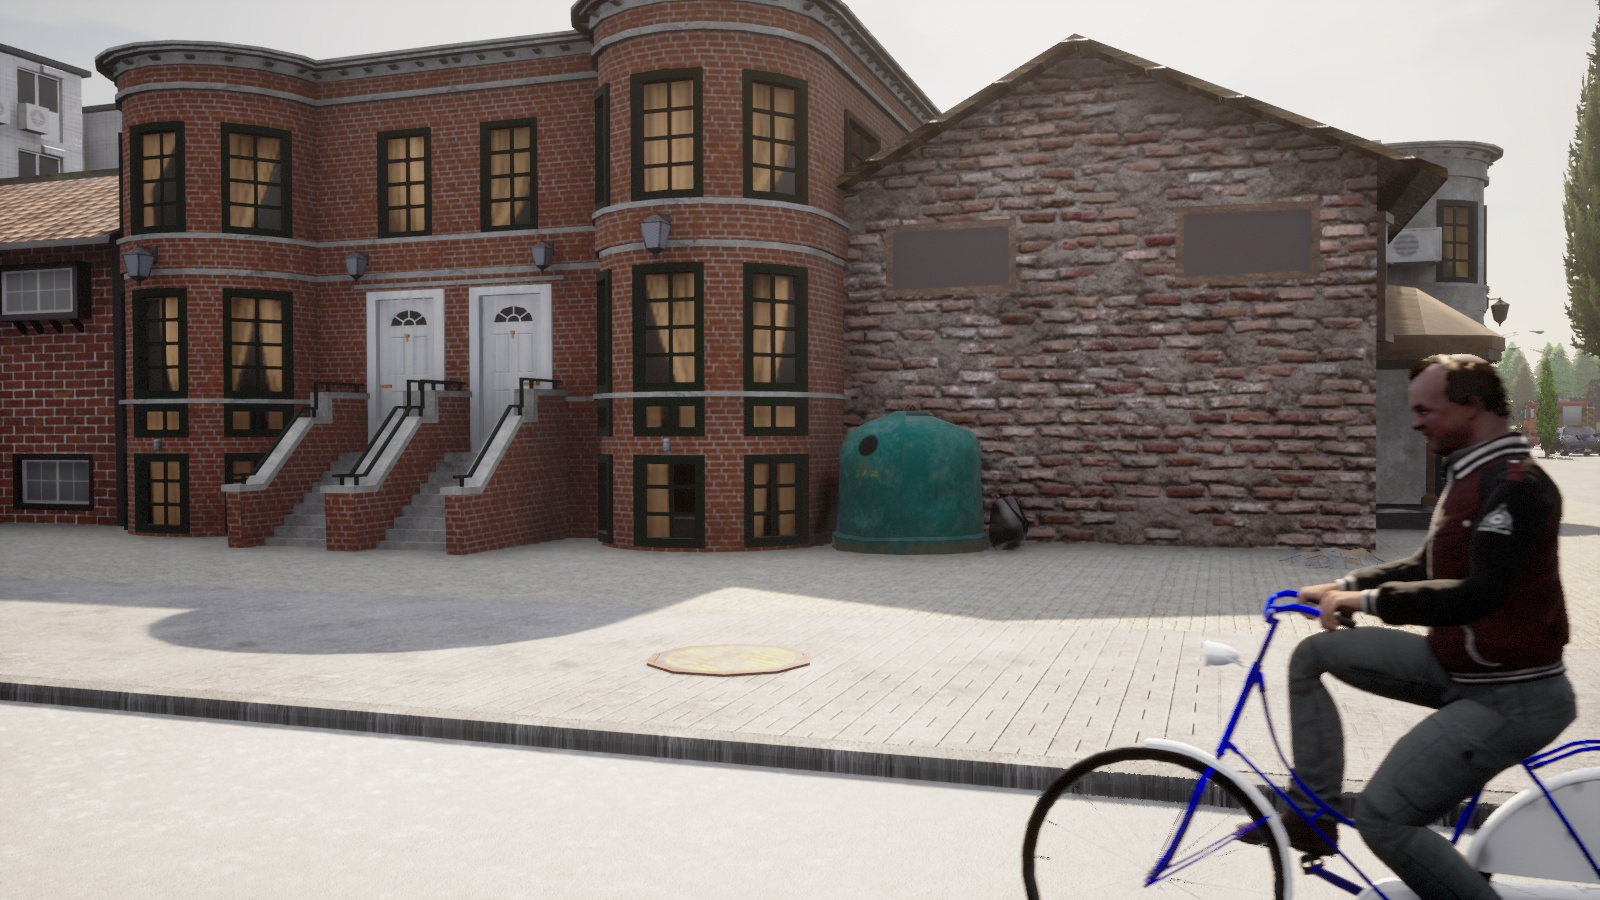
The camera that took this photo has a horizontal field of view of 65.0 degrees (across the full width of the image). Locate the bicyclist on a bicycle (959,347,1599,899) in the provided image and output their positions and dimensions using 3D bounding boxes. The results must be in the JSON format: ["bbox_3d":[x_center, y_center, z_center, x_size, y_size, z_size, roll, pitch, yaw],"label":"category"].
[{"bbox_3d":[1.394,0.650,3.257,1.843,1.776,0.659,1,1,18],"label":"bicyclist on a bicycle"}]

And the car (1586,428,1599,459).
[{"bbox_3d":[49.471,-0.415,76.389,1.905,1.878,3.866,1,1,19],"label":"car"}]

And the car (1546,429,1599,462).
[{"bbox_3d":[42.823,-0.262,69.156,2.097,1.767,4.553,1,1,19],"label":"car"}]

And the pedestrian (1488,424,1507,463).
[{"bbox_3d":[34.177,-0.321,61.547,0.563,1.883,0.849,0,1,10],"label":"pedestrian"}]
